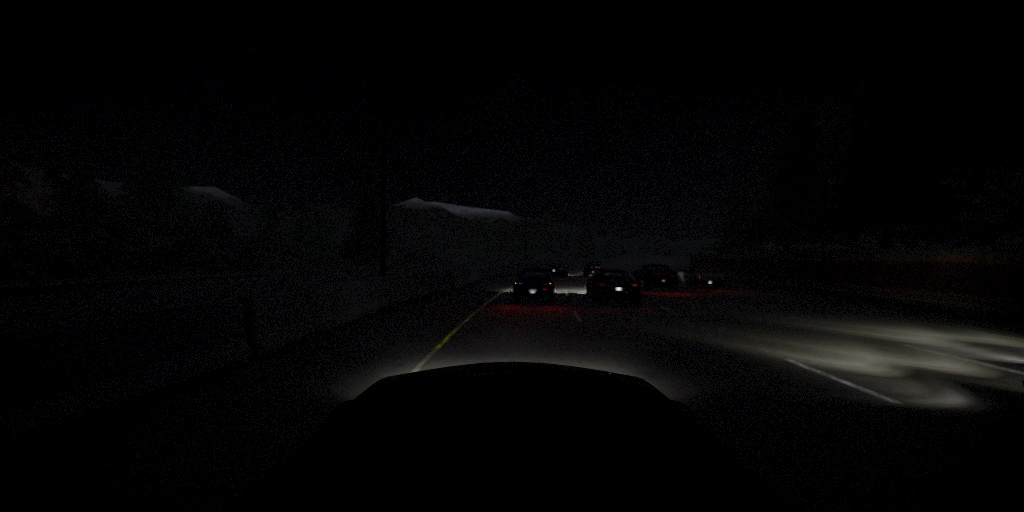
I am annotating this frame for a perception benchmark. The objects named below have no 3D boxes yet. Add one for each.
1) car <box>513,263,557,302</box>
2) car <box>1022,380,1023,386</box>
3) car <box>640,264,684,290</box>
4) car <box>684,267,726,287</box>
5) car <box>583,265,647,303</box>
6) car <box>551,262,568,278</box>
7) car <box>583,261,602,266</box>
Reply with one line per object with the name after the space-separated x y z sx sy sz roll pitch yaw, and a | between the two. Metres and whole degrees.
1.099 1.266 17.004 1.812 1.442 4.674 0 0 6 | car
7.170 1.255 2.219 1.882 1.535 5.008 0 0 0 | car
8.959 1.243 22.734 1.882 1.535 5.008 0 0 9 | car
12.823 1.380 24.665 1.895 1.301 4.718 0 0 10 | car
4.596 1.318 16.692 1.994 1.385 4.181 0 0 6 | car
4.290 1.301 34.705 1.994 1.385 4.181 0 0 13 | car
8.040 1.242 35.279 2.128 1.511 4.902 0 0 14 | car
